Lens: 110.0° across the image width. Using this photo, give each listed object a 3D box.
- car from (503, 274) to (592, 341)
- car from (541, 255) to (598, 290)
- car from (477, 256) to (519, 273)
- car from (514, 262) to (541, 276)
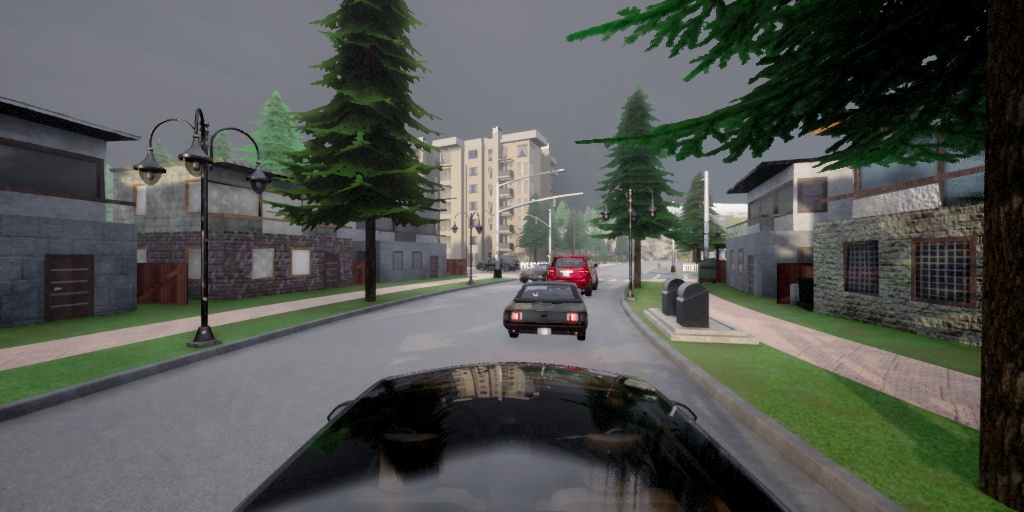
[{"bbox_3d":[1.074,1.351,9.992,1.895,1.301,4.718,0,0,9],"label":"car"},{"bbox_3d":[3.376,0.971,19.486,2.150,2.045,5.566,0,0,18],"label":"car"},{"bbox_3d":[-1.686,0.990,44.439,5.566,2.045,2.150,0,0,27],"label":"car"},{"bbox_3d":[2.337,1.340,27.099,2.033,1.411,5.357,0,0,24],"label":"car"}]
